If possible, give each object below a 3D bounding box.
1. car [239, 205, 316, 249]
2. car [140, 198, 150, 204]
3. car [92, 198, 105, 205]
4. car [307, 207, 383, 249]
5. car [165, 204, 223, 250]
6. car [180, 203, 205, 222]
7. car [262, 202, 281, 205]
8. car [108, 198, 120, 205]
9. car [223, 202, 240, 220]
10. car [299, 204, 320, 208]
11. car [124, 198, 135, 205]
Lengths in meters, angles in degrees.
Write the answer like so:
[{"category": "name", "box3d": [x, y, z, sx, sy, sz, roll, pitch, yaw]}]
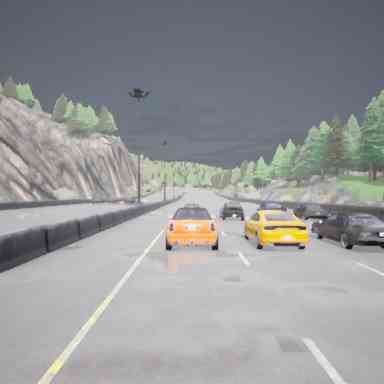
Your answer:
[{"category": "car", "box3d": [3.502, 1.533, 14.674, 1.882, 1.535, 5.008, 0, -1, 0]}, {"category": "car", "box3d": [-10.493, 2.088, 74.830, 1.812, 1.442, 4.674, 0, -1, 0]}, {"category": "car", "box3d": [-20.993, 2.049, 74.831, 1.837, 1.490, 4.892, 0, -1, 0]}, {"category": "car", "box3d": [7.002, 1.616, 14.673, 2.033, 1.411, 5.357, 0, -1, 0]}, {"category": "car", "box3d": [0.002, 1.409, 14.645, 2.097, 1.767, 4.553, 0, -1, 0]}, {"category": "car", "box3d": [0.003, 1.742, 29.693, 2.033, 1.411, 5.357, 0, -1, 0]}, {"category": "car", "box3d": [7.003, 1.673, 29.693, 1.882, 1.535, 5.008, 0, -1, 0]}, {"category": "car", "box3d": [-17.493, 2.054, 74.831, 1.837, 1.490, 4.892, 0, -1, 0]}, {"category": "car", "box3d": [3.503, 1.700, 29.693, 1.837, 1.490, 4.892, 0, -1, 0]}, {"category": "car", "box3d": [10.503, 1.766, 29.693, 1.994, 1.385, 4.181, 0, -1, 0]}, {"category": "car", "box3d": [-13.993, 2.037, 74.831, 1.882, 1.535, 5.008, 0, -1, 0]}]
